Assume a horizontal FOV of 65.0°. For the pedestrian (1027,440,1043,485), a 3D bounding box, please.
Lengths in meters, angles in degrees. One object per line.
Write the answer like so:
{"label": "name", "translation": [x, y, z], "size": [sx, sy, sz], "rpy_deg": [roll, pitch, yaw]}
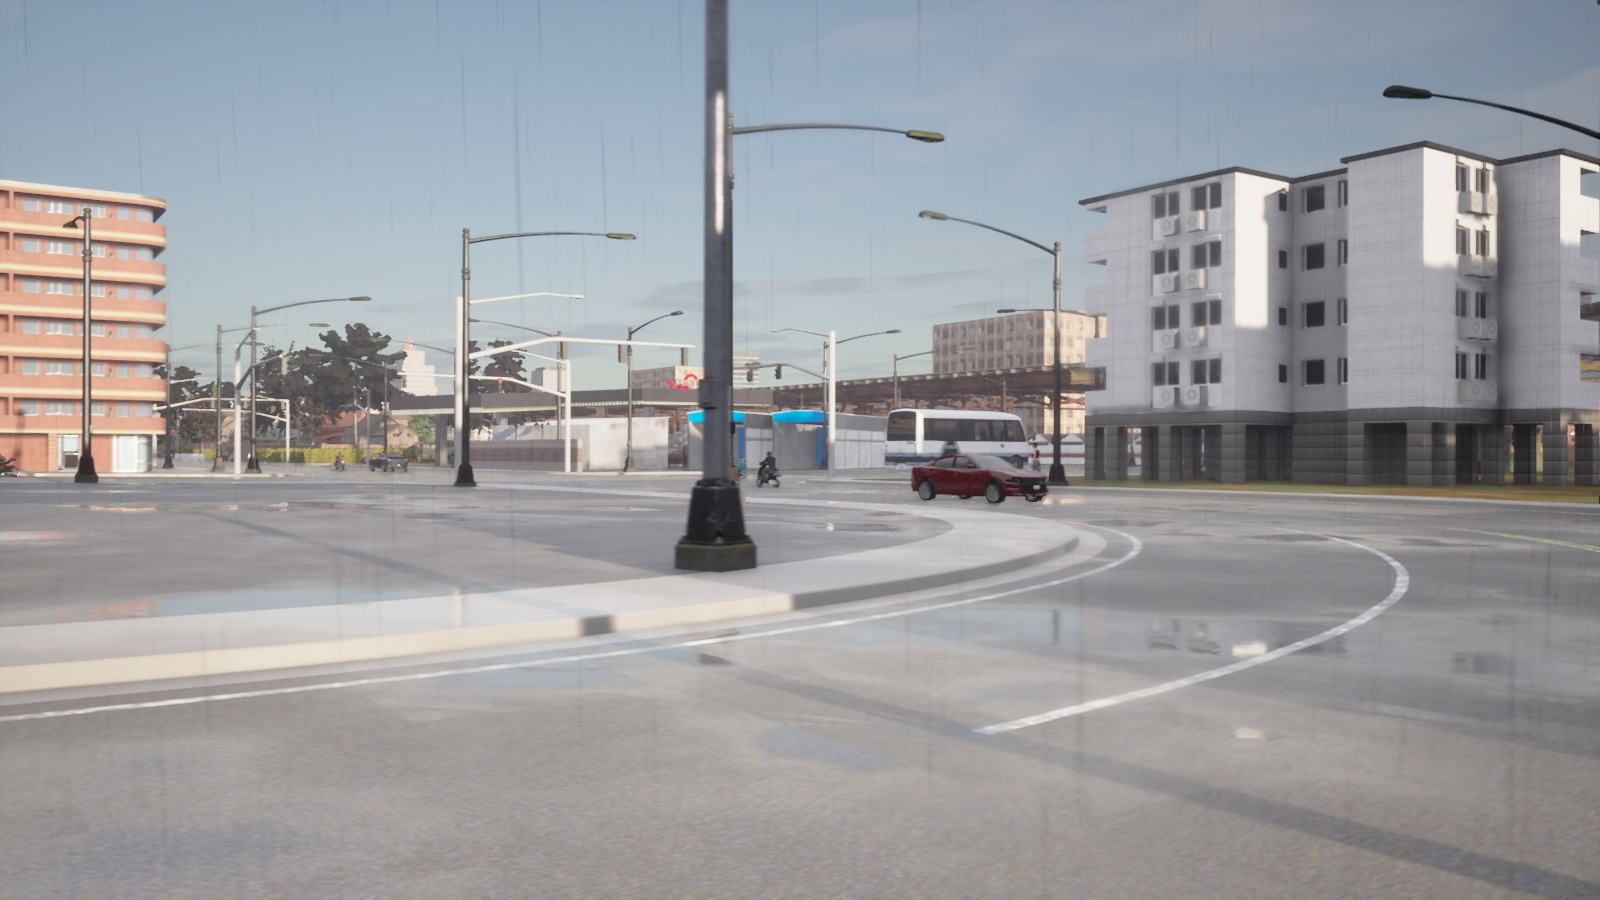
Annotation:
{"label": "pedestrian", "translation": [9.777, 0.522, 52.248], "size": [0.345, 1.836, 0.594], "rpy_deg": [0, 0, -37]}

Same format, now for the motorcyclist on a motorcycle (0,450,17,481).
{"label": "motorcyclist on a motorcycle", "translation": [-40.310, 0.778, 62.684], "size": [2.044, 1.523, 0.797], "rpy_deg": [1, -1, -35]}

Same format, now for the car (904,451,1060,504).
{"label": "car", "translation": [5.604, 0.821, 39.332], "size": [1.882, 1.535, 5.008], "rpy_deg": [0, 0, -36]}

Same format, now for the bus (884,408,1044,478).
{"label": "bus", "translation": [10.593, -0.428, 80.289], "size": [10.273, 4.253, 3.944], "rpy_deg": [0, 0, -37]}

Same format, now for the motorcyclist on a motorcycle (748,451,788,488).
{"label": "motorcyclist on a motorcycle", "translation": [-1.405, 0.858, 54.991], "size": [0.866, 1.590, 1.817], "rpy_deg": [0, 0, -35]}
